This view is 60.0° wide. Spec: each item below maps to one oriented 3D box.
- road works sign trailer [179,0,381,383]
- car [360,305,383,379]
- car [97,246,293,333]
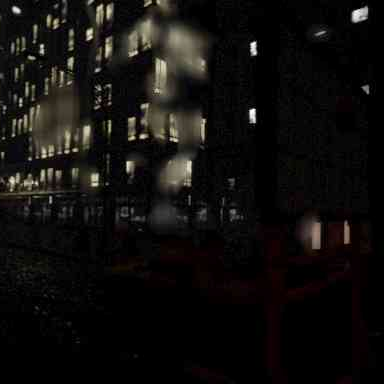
[{"bbox_3d":[0.998,0.639,2.901,2.880,3.560,2.380,-1,-4,41],"label":"road works sign trailer"},{"bbox_3d":[4.182,1.827,3.642,4.403,1.369,2.008,-1,-4,41],"label":"car"},{"bbox_3d":[-0.249,1.896,7.456,4.829,1.417,1.752,-1,-4,41],"label":"car"}]
